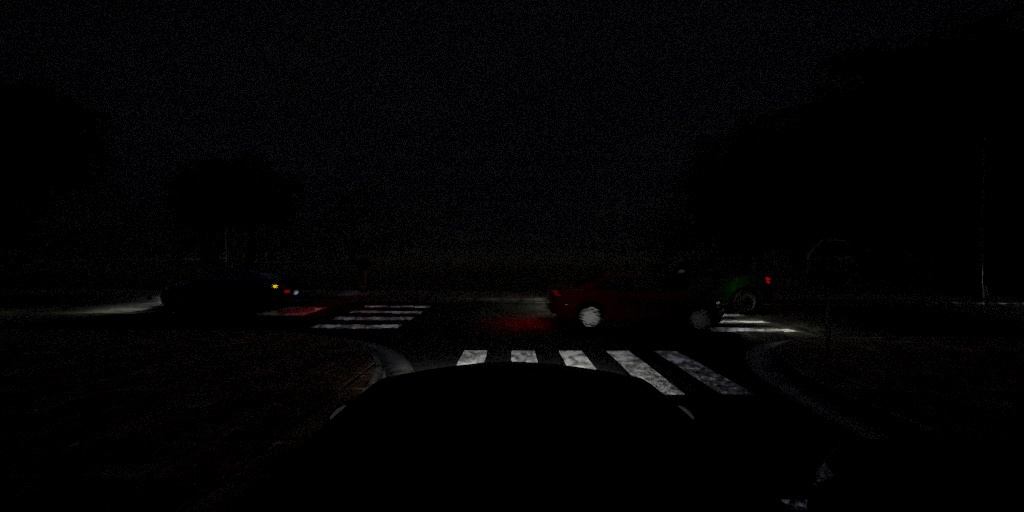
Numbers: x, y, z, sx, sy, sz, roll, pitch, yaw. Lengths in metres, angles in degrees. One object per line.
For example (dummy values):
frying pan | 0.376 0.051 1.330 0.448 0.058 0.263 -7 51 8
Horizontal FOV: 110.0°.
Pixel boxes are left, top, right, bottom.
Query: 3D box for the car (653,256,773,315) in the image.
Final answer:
car | 6.742 1.018 13.678 5.566 2.045 2.150 1 1 0

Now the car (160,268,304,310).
car | -10.511 1.185 13.655 4.674 1.442 1.812 0 1 0

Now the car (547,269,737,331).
car | 3.579 1.264 10.752 5.008 1.535 1.882 1 0 0

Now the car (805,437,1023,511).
car | 2.639 1.301 0.391 2.007 1.370 4.403 0 0 0

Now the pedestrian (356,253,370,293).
pedestrian | -6.895 0.757 16.561 0.375 1.860 0.375 0 1 0
